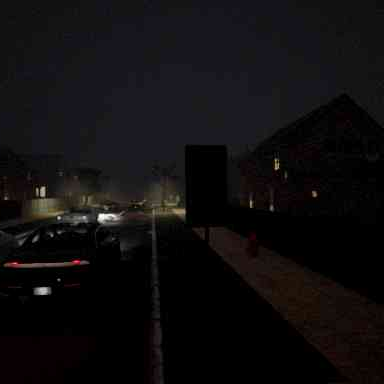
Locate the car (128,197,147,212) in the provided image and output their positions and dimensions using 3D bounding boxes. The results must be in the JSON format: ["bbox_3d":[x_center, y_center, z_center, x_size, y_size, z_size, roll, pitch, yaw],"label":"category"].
[{"bbox_3d":[-6.408,1.450,38.854,2.128,1.511,4.902,0,0,-6],"label":"car"}]

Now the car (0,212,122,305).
[{"bbox_3d":[-2.850,1.481,8.121,2.128,1.511,4.902,0,0,-7],"label":"car"}]

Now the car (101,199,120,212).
[{"bbox_3d":[-8.994,1.472,36.385,2.128,1.511,4.902,0,0,-6],"label":"car"}]

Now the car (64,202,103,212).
[{"bbox_3d":[-7.304,1.586,21.654,1.895,1.301,4.718,0,0,-7],"label":"car"}]

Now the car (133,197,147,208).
[{"bbox_3d":[-7.624,1.476,48.853,1.837,1.490,4.892,0,0,-6],"label":"car"}]
